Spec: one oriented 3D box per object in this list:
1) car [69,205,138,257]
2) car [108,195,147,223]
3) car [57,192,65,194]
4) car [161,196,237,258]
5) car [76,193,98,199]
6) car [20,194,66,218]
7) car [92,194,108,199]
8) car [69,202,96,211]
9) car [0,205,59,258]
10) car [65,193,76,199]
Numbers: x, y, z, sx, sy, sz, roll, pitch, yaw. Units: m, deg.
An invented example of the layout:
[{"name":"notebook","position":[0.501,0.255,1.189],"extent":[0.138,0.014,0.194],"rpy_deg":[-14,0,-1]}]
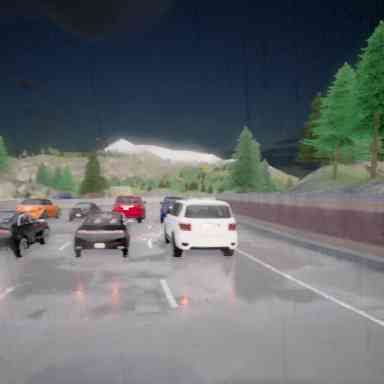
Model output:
[{"name":"car","position":[-3.342,1.509,13.058],"extent":[2.128,1.511,4.902],"rpy_deg":[1,0,-9]},{"name":"car","position":[-4.902,1.284,26.428],"extent":[2.150,2.045,5.566],"rpy_deg":[1,0,-4]},{"name":"car","position":[-28.656,1.131,73.501],"extent":[2.150,2.045,5.566],"rpy_deg":[1,0,14]},{"name":"car","position":[0.148,1.300,13.372],"extent":[2.150,2.045,5.566],"rpy_deg":[1,0,-9]},{"name":"car","position":[-21.922,1.243,71.530],"extent":[2.150,2.045,5.566],"rpy_deg":[1,0,12]},{"name":"car","position":[-11.887,1.285,26.032],"extent":[2.097,1.767,4.553],"rpy_deg":[1,-1,-4]},{"name":"car","position":[-18.569,1.672,70.544],"extent":[1.895,1.301,4.718],"rpy_deg":[1,0,12]},{"name":"car","position":[-8.411,1.528,26.560],"extent":[1.812,1.442,4.674],"rpy_deg":[1,0,-3]},{"name":"car","position":[-6.792,1.441,12.473],"extent":[2.128,1.511,4.902],"rpy_deg":[1,0,-9]},{"name":"car","position":[-25.281,1.500,72.541],"extent":[2.033,1.411,5.357],"rpy_deg":[1,0,12]}]
